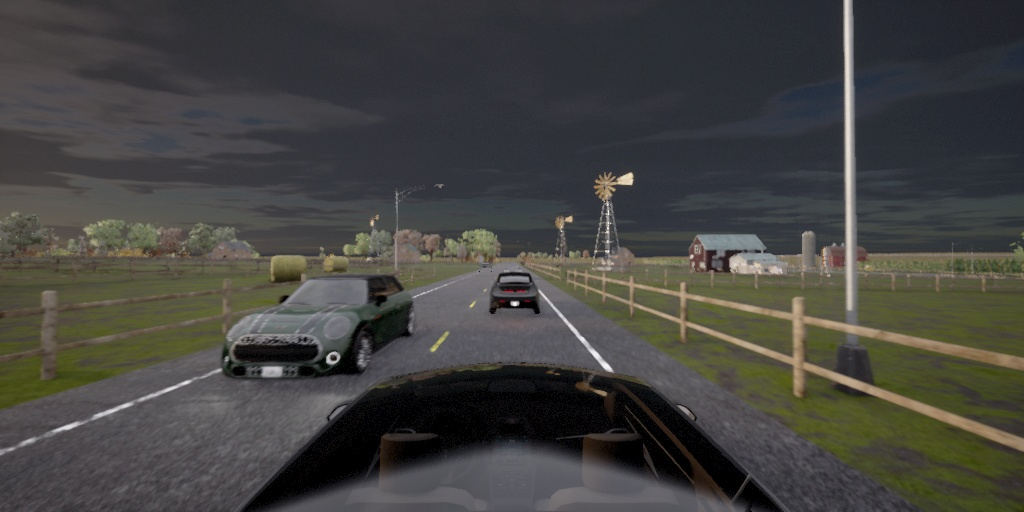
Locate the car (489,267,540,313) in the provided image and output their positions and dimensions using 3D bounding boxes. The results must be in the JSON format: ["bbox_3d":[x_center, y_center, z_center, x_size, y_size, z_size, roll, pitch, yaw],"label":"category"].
[{"bbox_3d":[0.100,1.410,14.926,1.837,1.490,4.892,0,0,0],"label":"car"}]

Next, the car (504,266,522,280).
[{"bbox_3d":[0.099,1.781,38.617,1.895,1.301,4.718,0,-1,0],"label":"car"}]

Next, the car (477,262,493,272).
[{"bbox_3d":[-3.504,1.445,48.058,2.033,1.411,5.357,0,-1,0],"label":"car"}]

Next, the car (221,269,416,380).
[{"bbox_3d":[-3.598,1.170,7.634,2.097,1.767,4.553,0,-1,0],"label":"car"}]
